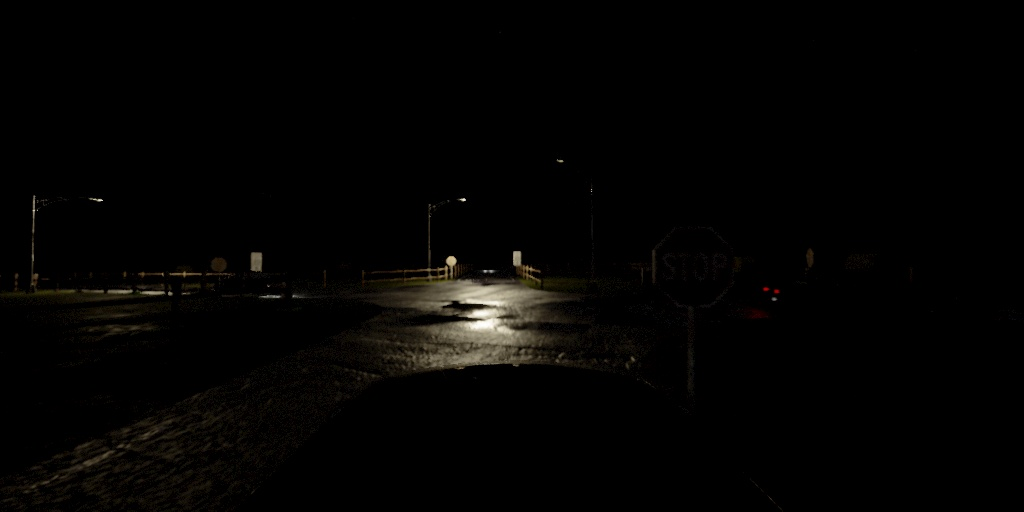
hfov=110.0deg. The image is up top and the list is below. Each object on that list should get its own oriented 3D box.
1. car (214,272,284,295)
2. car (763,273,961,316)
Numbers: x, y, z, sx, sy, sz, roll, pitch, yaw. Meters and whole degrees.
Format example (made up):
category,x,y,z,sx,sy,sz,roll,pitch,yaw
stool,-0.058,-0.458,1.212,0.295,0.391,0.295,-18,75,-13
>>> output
category,x,y,z,sx,sy,sz,roll,pitch,yaw
car,-17.157,1.785,23.684,5.357,1.411,2.033,-1,-2,21
car,11.740,1.255,12.443,4.718,1.301,1.895,-1,-2,21
